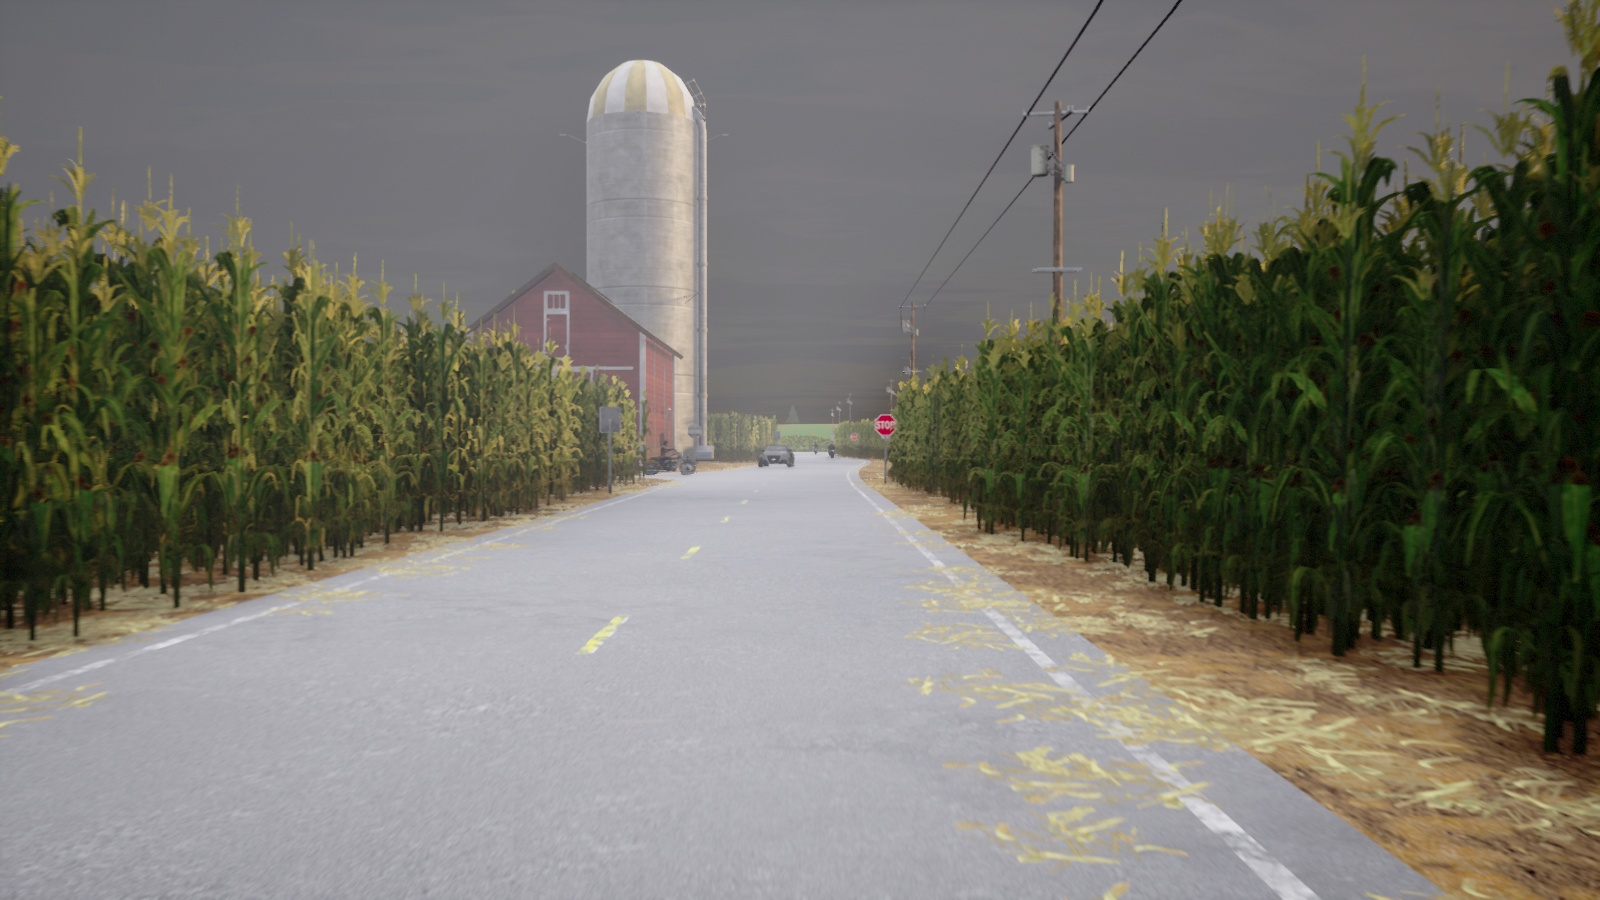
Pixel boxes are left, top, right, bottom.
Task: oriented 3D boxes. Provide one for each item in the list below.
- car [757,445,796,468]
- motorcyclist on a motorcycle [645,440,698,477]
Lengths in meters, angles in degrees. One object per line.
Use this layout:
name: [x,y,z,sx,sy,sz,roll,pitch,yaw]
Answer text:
car: [-1.438,0.373,77.464,1.994,1.385,4.181,0,0,5]
motorcyclist on a motorcycle: [-5.841,0.371,56.991,2.350,1.649,0.766,0,0,-7]
